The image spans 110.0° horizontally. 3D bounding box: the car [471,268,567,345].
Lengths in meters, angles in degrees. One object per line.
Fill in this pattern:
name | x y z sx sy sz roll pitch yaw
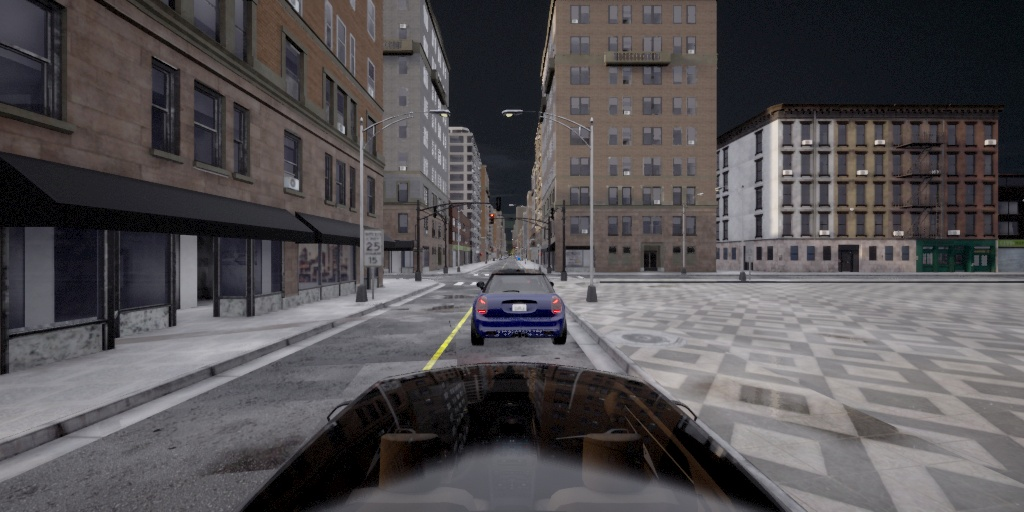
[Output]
car | 0.102 1.102 9.640 2.097 1.767 4.553 0 0 -1
